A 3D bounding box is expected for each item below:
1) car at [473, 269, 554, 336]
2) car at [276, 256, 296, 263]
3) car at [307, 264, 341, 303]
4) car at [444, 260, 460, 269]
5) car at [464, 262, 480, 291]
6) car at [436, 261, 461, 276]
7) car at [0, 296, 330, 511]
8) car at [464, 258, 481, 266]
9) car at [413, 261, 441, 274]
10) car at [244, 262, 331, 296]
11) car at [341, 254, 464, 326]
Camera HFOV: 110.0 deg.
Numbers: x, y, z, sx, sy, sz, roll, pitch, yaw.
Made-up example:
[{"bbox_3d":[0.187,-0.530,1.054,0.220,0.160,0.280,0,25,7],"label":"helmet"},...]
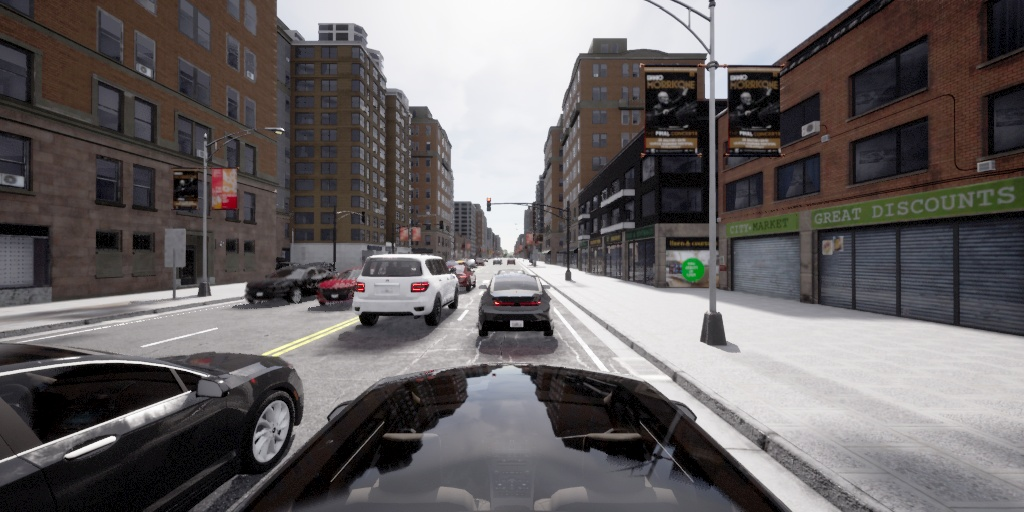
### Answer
[{"bbox_3d":[0.085,1.256,10.348,1.837,1.490,4.892,0,0,0],"label":"car"},{"bbox_3d":[-23.555,0.973,35.212,5.566,2.045,2.150,0,0,0],"label":"car"},{"bbox_3d":[-6.630,1.229,15.884,1.882,1.535,5.008,0,0,0],"label":"car"},{"bbox_3d":[-9.948,1.338,59.681,1.994,1.385,4.181,0,0,0],"label":"car"},{"bbox_3d":[-3.248,1.279,21.556,1.812,1.442,4.674,0,0,0],"label":"car"},{"bbox_3d":[-6.673,1.285,37.923,1.812,1.442,4.674,0,0,0],"label":"car"},{"bbox_3d":[-3.153,1.255,1.903,1.837,1.490,4.892,0,0,0],"label":"car"},{"bbox_3d":[-6.700,1.265,57.167,2.128,1.511,4.902,0,0,0],"label":"car"},{"bbox_3d":[-9.932,1.309,42.194,2.033,1.411,5.357,0,0,0],"label":"car"},{"bbox_3d":[-9.881,1.229,16.524,1.882,1.535,5.008,0,0,0],"label":"car"},{"bbox_3d":[-3.173,0.972,11.856,2.150,2.045,5.566,0,0,1],"label":"car"}]
